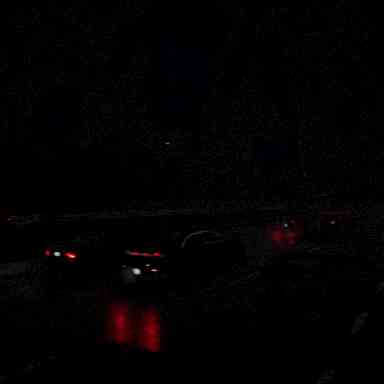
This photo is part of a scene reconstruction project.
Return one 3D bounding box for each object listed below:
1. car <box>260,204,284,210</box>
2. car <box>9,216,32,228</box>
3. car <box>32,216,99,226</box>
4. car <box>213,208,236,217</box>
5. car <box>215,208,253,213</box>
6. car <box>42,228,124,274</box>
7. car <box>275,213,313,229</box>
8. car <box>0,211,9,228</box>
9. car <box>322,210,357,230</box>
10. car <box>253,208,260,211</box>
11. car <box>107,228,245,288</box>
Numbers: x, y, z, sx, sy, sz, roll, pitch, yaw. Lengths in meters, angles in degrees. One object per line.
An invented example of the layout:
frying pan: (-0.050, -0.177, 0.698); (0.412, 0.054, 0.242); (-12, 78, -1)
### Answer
car: (15.093, 3.224, 61.111); (2.150, 2.045, 5.566); (-3, -3, 37)
car: (-12.776, 2.837, 29.084); (2.128, 1.511, 4.902); (-3, -2, 36)
car: (-9.771, 2.762, 27.264); (2.033, 1.411, 5.357); (-3, -2, 36)
car: (6.034, 3.632, 60.610); (1.837, 1.490, 4.892); (-3, -3, 37)
car: (5.246, 2.887, 41.849); (2.128, 1.511, 4.902); (-3, -3, 36)
car: (-2.833, 2.090, 12.717); (2.033, 1.411, 5.357); (-3, -3, 36)
car: (8.917, 2.448, 28.765); (1.895, 1.301, 4.718); (-3, -2, 36)
car: (-18.077, 2.637, 27.782); (2.150, 2.045, 5.566); (-3, -3, 36)
car: (12.169, 2.201, 27.295); (1.882, 1.535, 5.008); (-3, -2, 36)
car: (12.160, 3.732, 62.976); (1.895, 1.301, 4.718); (-3, -3, 37)
car: (-0.008, 1.899, 10.664); (2.128, 1.511, 4.902); (-3, -3, 36)
